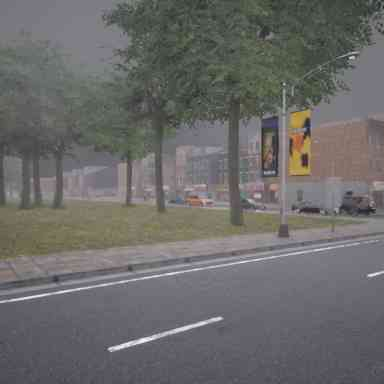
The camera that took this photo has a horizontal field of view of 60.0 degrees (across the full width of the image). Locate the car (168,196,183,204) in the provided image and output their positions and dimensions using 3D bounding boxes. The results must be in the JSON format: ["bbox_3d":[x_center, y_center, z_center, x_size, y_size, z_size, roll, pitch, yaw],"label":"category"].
[{"bbox_3d":[-2.433,1.380,58.815,2.128,1.511,4.902,1,0,-35],"label":"car"}]

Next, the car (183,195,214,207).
[{"bbox_3d":[1.201,1.273,48.767,2.097,1.767,4.553,1,0,-35],"label":"car"}]

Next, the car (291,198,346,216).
[{"bbox_3d":[12.251,1.568,33.288,2.128,1.511,4.902,1,0,-36],"label":"car"}]

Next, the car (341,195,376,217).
[{"bbox_3d":[15.367,1.334,33.329,2.150,2.045,5.566,0,0,-31],"label":"car"}]

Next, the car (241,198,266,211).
[{"bbox_3d":[6.922,1.519,40.744,1.812,1.442,4.674,1,0,-36],"label":"car"}]
